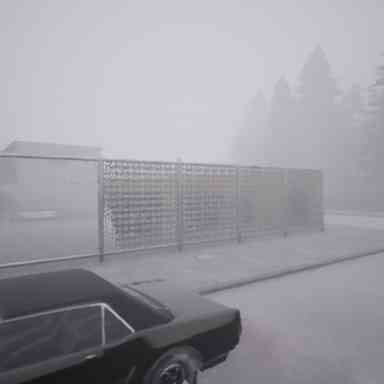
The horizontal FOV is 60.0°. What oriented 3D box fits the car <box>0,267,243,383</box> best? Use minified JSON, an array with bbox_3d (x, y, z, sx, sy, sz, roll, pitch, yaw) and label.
[{"bbox_3d":[-1.812,1.597,3.292,4.718,1.301,1.895,-1,0,-35],"label":"car"}]
